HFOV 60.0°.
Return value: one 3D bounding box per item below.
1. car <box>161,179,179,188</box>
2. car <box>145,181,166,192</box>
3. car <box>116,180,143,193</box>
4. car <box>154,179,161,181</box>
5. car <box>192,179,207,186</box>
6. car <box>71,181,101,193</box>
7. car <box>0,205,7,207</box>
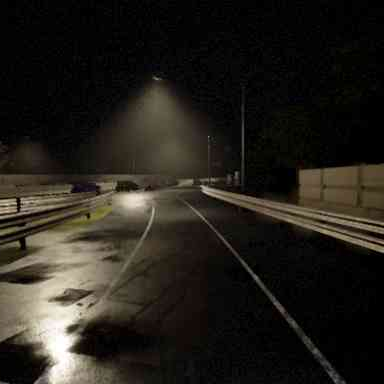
[{"bbox_3d":[-4.786,-2.059,78.716,2.150,2.045,5.566,0,3,17],"label":"car"},{"bbox_3d":[-6.886,-0.785,59.489,1.812,1.442,4.674,0,3,17],"label":"car"},{"bbox_3d":[-11.085,-0.970,57.661,2.150,2.045,5.566,0,3,17],"label":"car"},{"bbox_3d":[-7.279,-2.234,82.593,2.150,2.045,5.566,0,3,17],"label":"car"},{"bbox_3d":[1.690,-2.262,88.216,2.033,1.411,5.357,0,3,16],"label":"car"},{"bbox_3d":[-16.441,-0.648,51.968,2.150,2.045,5.566,0,3,17],"label":"car"},{"bbox_3d":[-16.896,0.934,26.029,2.128,1.511,4.902,0,3,17],"label":"car"}]
